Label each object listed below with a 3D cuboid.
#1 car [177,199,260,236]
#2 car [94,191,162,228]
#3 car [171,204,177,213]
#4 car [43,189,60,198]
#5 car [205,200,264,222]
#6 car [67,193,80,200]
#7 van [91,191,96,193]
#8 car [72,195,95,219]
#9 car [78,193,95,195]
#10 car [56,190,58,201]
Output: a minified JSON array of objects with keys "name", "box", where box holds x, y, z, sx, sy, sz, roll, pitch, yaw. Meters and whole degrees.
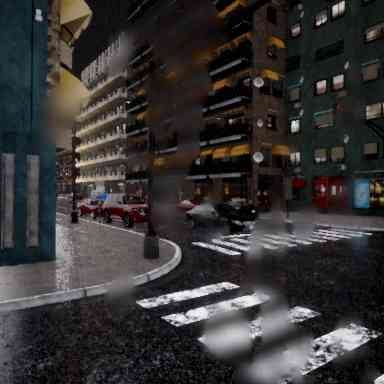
[{"name":"car","box":[1.419,1.340,17.284,1.812,1.442,4.674,1,1,-36]},{"name":"car","box":[-3.719,1.033,19.977,2.192,1.841,5.009,2,0,-36]},{"name":"car","box":[-0.200,1.288,29.378,1.802,1.307,4.206,2,0,-36]},{"name":"car","box":[-29.671,0.299,69.932,2.192,1.841,5.009,2,0,-36]},{"name":"car","box":[3.075,1.352,24.872,1.947,1.339,4.313,2,0,-36]},{"name":"car","box":[-19.851,0.769,56.413,1.887,1.381,4.507,2,0,-36]},{"name":"van","box":[-13.296,0.726,47.403,1.690,1.788,3.998,2,0,-36]},{"name":"car","box":[-7.001,1.182,24.483,1.887,1.381,4.507,2,0,-36]},{"name":"car","box":[-8.952,1.123,31.558,1.994,1.385,4.181,1,1,-36]},{"name":"car","box":[-21.172,0.755,48.533,2.128,1.511,4.902,1,0,-36]}]
